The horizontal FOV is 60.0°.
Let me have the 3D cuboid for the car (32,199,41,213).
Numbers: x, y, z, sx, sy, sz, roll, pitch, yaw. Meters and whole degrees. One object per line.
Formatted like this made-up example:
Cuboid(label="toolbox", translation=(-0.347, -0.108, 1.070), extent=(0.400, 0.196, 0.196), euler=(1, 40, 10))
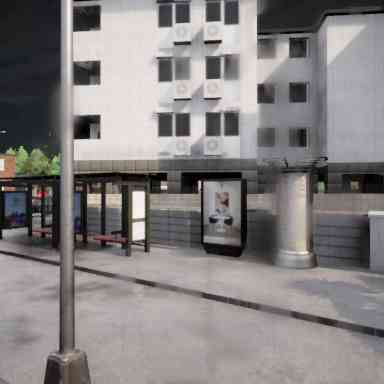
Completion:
Cuboid(label="car", translation=(-16.147, 1.505, 34.085), extent=(1.837, 1.490, 4.892), euler=(0, 0, 35))
